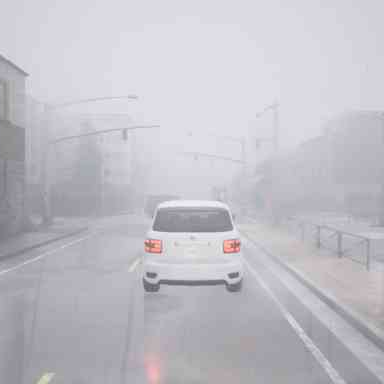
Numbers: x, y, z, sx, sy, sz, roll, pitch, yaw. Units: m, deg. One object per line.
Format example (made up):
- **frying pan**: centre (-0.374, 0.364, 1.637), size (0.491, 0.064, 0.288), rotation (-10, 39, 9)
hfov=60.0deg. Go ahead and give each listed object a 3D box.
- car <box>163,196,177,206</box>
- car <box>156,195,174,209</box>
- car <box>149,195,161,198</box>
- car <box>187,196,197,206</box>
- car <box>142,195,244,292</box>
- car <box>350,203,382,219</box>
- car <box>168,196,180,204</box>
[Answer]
- **car**: centre (-3.692, 1.491, 56.944), size (2.128, 1.511, 4.902), rotation (0, 0, 0)
- **car**: centre (-3.687, 1.352, 46.563), size (2.097, 1.767, 4.553), rotation (0, 0, 0)
- **car**: centre (-1.969, 1.348, 31.547), size (2.150, 2.045, 5.566), rotation (1, 0, 39)
- **car**: centre (-0.007, 1.525, 57.388), size (1.812, 1.442, 4.674), rotation (0, 0, 0)
- **car**: centre (0.036, 1.221, 9.050), size (2.150, 2.045, 5.566), rotation (0, 0, 1)
- **car**: centre (16.658, 1.740, 30.232), size (4.181, 1.385, 1.994), rotation (0, 0, 0)
- **car**: centre (-3.643, 1.547, 67.582), size (2.033, 1.411, 5.357), rotation (0, 0, 0)
